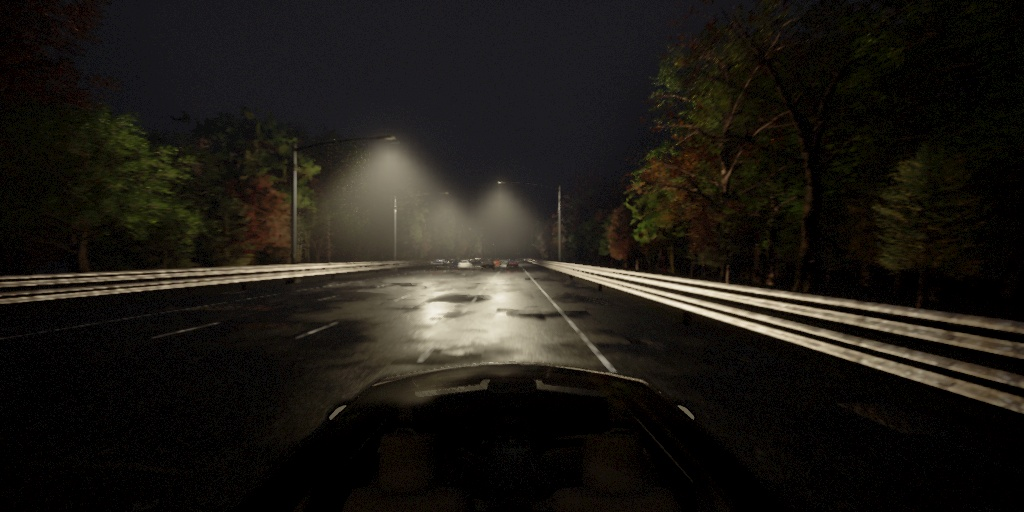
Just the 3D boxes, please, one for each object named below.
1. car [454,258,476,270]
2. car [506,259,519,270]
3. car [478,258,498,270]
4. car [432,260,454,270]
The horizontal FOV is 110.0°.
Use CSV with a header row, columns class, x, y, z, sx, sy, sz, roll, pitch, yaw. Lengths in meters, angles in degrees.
class,x,y,z,sx,sy,sz,roll,pitch,yaw
car,-6.922,1.342,53.112,1.812,1.442,4.674,0,0,0
car,0.078,1.319,52.741,2.128,1.511,4.902,0,0,0
car,-3.422,1.299,52.748,1.882,1.535,5.008,0,0,0
car,-10.422,1.302,52.756,2.128,1.511,4.902,0,0,0
